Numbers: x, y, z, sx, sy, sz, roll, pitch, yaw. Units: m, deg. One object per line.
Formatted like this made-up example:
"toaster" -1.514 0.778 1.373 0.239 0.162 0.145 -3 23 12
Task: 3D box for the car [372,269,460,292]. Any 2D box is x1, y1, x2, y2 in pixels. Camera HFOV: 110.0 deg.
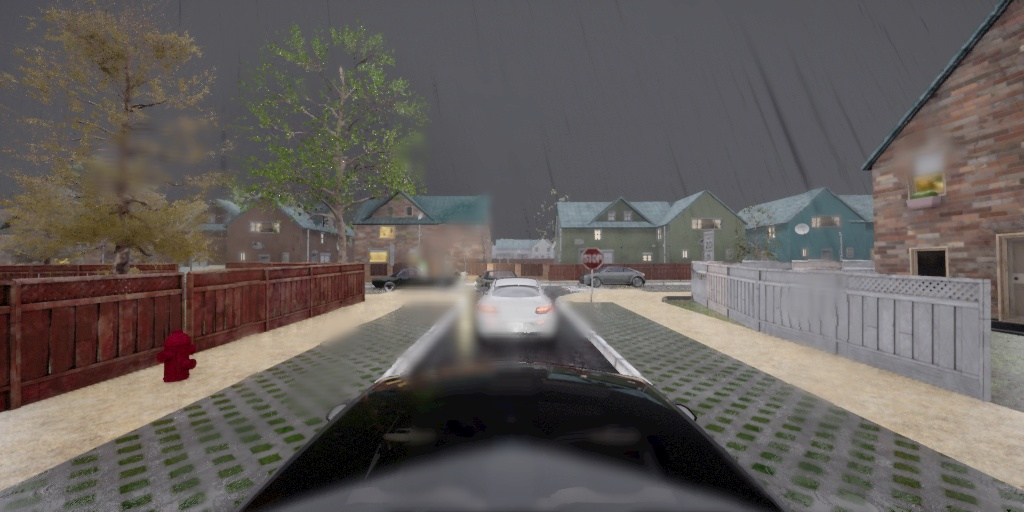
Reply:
"car" -5.469 1.416 20.849 4.718 1.301 1.895 -1 -1 1

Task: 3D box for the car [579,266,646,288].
"car" 6.554 1.344 23.631 4.181 1.385 1.994 0 -1 1

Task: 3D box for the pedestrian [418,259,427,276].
"pedestrian" -6.683 1.118 26.736 0.375 1.860 0.375 0 -1 1

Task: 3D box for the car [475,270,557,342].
"car" 0.109 1.279 9.642 1.812 1.442 4.674 0 0 0

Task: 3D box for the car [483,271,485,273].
"car" -0.745 1.366 18.461 1.895 1.301 4.718 0 -1 -12

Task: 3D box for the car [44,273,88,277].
"car" -25.593 1.632 21.133 4.718 1.301 1.895 -1 -1 1
